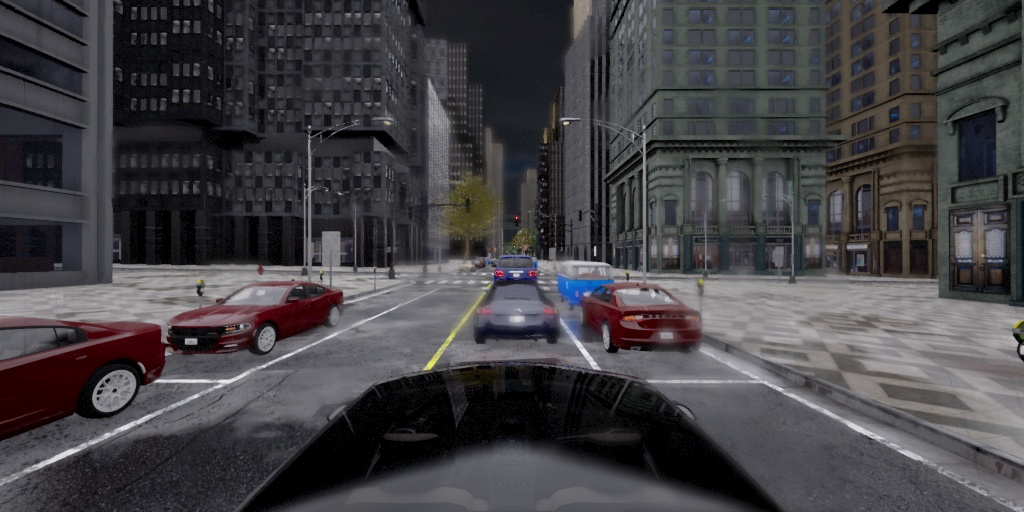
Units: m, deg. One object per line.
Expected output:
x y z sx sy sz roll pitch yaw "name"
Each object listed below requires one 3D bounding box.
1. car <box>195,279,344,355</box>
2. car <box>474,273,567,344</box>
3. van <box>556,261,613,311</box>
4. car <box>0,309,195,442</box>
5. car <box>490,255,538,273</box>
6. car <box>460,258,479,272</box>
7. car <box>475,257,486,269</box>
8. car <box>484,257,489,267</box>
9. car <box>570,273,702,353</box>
-5.774 1.296 8.697 1.888 1.381 4.507 0 0 0 "car"
0.108 1.315 9.631 1.994 1.385 4.181 0 0 0 "car"
2.787 1.093 14.197 1.690 1.789 3.998 0 0 0 "van"
-5.777 1.295 3.172 1.888 1.381 4.507 0 0 0 "car"
0.134 0.975 19.043 2.150 2.045 5.566 0 0 -1 "car"
-5.733 1.297 46.620 1.751 1.417 4.829 0 0 0 "car"
-5.718 1.326 57.370 1.888 1.381 4.507 0 0 0 "car"
-5.714 1.102 62.659 2.192 1.841 5.009 0 0 0 "car"
2.782 1.296 8.672 1.888 1.381 4.507 0 0 0 "car"
